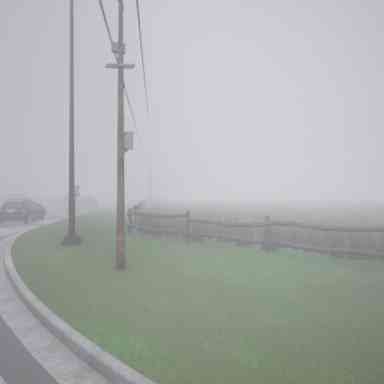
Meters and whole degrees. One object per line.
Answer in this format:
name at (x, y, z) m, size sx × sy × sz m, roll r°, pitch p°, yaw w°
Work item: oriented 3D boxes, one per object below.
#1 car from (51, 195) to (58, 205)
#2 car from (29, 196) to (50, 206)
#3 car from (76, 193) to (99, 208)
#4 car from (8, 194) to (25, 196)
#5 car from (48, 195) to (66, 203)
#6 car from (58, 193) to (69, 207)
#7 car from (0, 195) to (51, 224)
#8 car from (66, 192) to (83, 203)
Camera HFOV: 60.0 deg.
car at (-23.198, 1.534, 58.623) m, size 1.837 × 1.490 × 4.892 m, roll 0°, pitch 0°, yaw -6°
car at (-26.679, 1.508, 58.256) m, size 1.882 × 1.535 × 5.008 m, roll 0°, pitch 0°, yaw -6°
car at (-14.977, 1.373, 48.393) m, size 2.097 × 1.767 × 4.553 m, roll 0°, pitch 0°, yaw -6°
car at (-16.879, 1.370, 33.071) m, size 2.097 × 1.767 × 4.553 m, roll 0°, pitch 0°, yaw -6°
car at (-27.773, 1.407, 68.618) m, size 2.033 × 1.411 × 5.357 m, roll 0°, pitch 0°, yaw -6°
car at (-18.978, 1.249, 52.952) m, size 2.150 × 2.045 × 5.566 m, roll 0°, pitch 0°, yaw -6°
car at (-12.475, 1.366, 24.695) m, size 2.097 × 1.767 × 4.553 m, roll 0°, pitch 0°, yaw -6°
car at (-24.296, 1.091, 69.016) m, size 2.150 × 2.045 × 5.566 m, roll 0°, pitch 0°, yaw -6°
